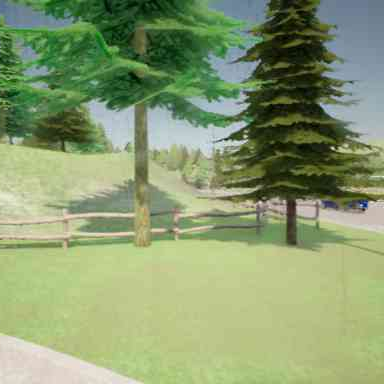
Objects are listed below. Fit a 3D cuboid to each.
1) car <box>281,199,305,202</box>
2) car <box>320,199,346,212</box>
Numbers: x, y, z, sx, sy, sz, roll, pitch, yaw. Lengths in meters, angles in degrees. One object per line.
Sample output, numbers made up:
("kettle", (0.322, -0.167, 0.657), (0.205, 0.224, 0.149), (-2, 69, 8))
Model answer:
("car", (14.151, 0.271, 46.959), (2.150, 2.045, 5.566), (-1, 1, -7))
("car", (12.957, 0.857, 28.667), (1.882, 1.535, 5.008), (-1, 1, -7))
